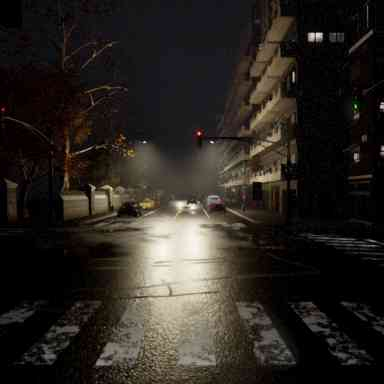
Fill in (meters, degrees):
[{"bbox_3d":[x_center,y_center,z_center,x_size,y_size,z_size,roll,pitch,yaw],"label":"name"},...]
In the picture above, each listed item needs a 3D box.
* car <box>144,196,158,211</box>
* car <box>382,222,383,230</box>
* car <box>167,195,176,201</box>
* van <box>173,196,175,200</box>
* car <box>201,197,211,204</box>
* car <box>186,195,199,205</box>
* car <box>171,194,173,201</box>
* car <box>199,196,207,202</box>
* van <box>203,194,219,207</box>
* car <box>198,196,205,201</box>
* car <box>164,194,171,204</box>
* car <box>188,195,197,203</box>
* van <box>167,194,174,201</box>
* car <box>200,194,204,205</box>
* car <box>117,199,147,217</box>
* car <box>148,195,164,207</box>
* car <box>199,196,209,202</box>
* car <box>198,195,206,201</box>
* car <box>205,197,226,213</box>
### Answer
[{"bbox_3d":[-5.684,1.550,41.975,1.752,1.417,4.829,0,0,0],"label":"car"},{"bbox_3d":[13.468,1.604,18.561,5.009,1.841,2.192,1,-1,-1],"label":"car"},{"bbox_3d":[-5.682,1.669,92.815,2.008,1.369,4.403,0,0,0],"label":"car"},{"bbox_3d":[-5.682,1.432,81.556,1.690,1.788,3.998,0,0,0],"label":"van"},{"bbox_3d":[2.697,1.602,64.665,1.887,1.381,4.507,0,0,0],"label":"car"},{"bbox_3d":[0.004,1.597,59.600,2.033,1.411,5.357,0,0,0],"label":"car"},{"bbox_3d":[-5.682,1.508,70.295,1.967,1.590,4.097,0,0,0],"label":"car"},{"bbox_3d":[2.697,1.635,81.555,1.887,1.381,4.507,0,0,0],"label":"car"},{"bbox_3d":[2.697,1.366,42.145,1.690,1.788,3.998,0,0,0],"label":"van"},{"bbox_3d":[2.698,1.700,92.816,1.802,1.307,4.206,0,0,0],"label":"car"},{"bbox_3d":[-5.683,1.498,64.666,1.967,1.590,4.097,0,0,0],"label":"car"},{"bbox_3d":[0.006,1.444,70.019,1.837,1.490,4.892,0,0,0],"label":"car"},{"bbox_3d":[-5.682,1.445,87.185,1.690,1.788,3.998,0,0,0],"label":"van"},{"bbox_3d":[2.697,1.480,53.405,1.967,1.590,4.097,0,0,0],"label":"car"},{"bbox_3d":[-5.685,1.580,30.884,1.947,1.339,4.313,0,0,0],"label":"car"},{"bbox_3d":[-5.684,1.347,47.775,2.192,1.841,5.009,0,0,0],"label":"car"},{"bbox_3d":[2.697,1.629,75.925,2.008,1.369,4.403,0,0,0],"label":"car"},{"bbox_3d":[2.698,1.544,87.185,1.967,1.590,4.097,0,0,0],"label":"car"},{"bbox_3d":[2.696,1.564,36.514,1.887,1.381,4.507,0,0,0],"label":"car"}]
